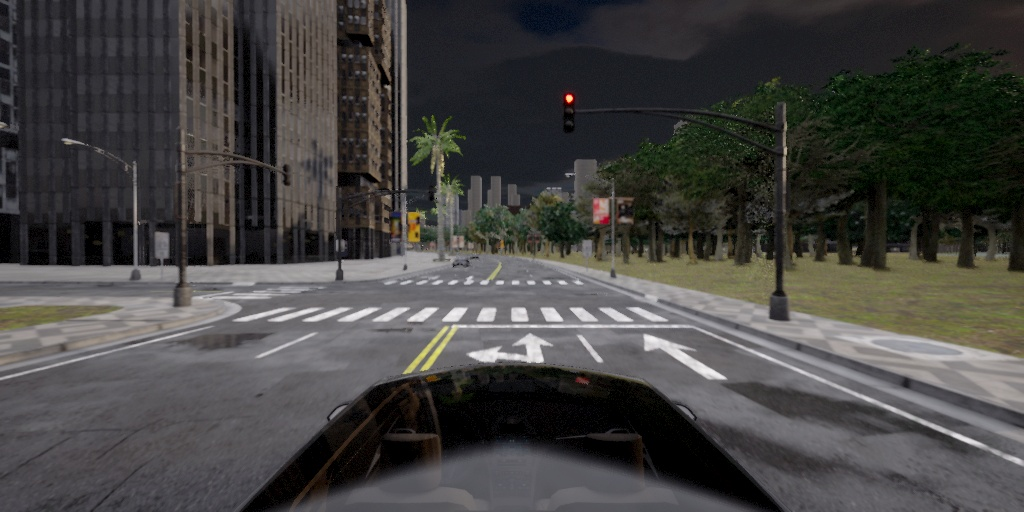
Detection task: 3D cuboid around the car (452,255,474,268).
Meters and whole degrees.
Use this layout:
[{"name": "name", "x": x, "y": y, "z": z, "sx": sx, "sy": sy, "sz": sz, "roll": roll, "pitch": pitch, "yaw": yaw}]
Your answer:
[{"name": "car", "x": -6.499, "y": 0.819, "z": 46.319, "sx": 1.994, "sy": 1.385, "sz": 4.181, "roll": 0, "pitch": 1, "yaw": 0}]
